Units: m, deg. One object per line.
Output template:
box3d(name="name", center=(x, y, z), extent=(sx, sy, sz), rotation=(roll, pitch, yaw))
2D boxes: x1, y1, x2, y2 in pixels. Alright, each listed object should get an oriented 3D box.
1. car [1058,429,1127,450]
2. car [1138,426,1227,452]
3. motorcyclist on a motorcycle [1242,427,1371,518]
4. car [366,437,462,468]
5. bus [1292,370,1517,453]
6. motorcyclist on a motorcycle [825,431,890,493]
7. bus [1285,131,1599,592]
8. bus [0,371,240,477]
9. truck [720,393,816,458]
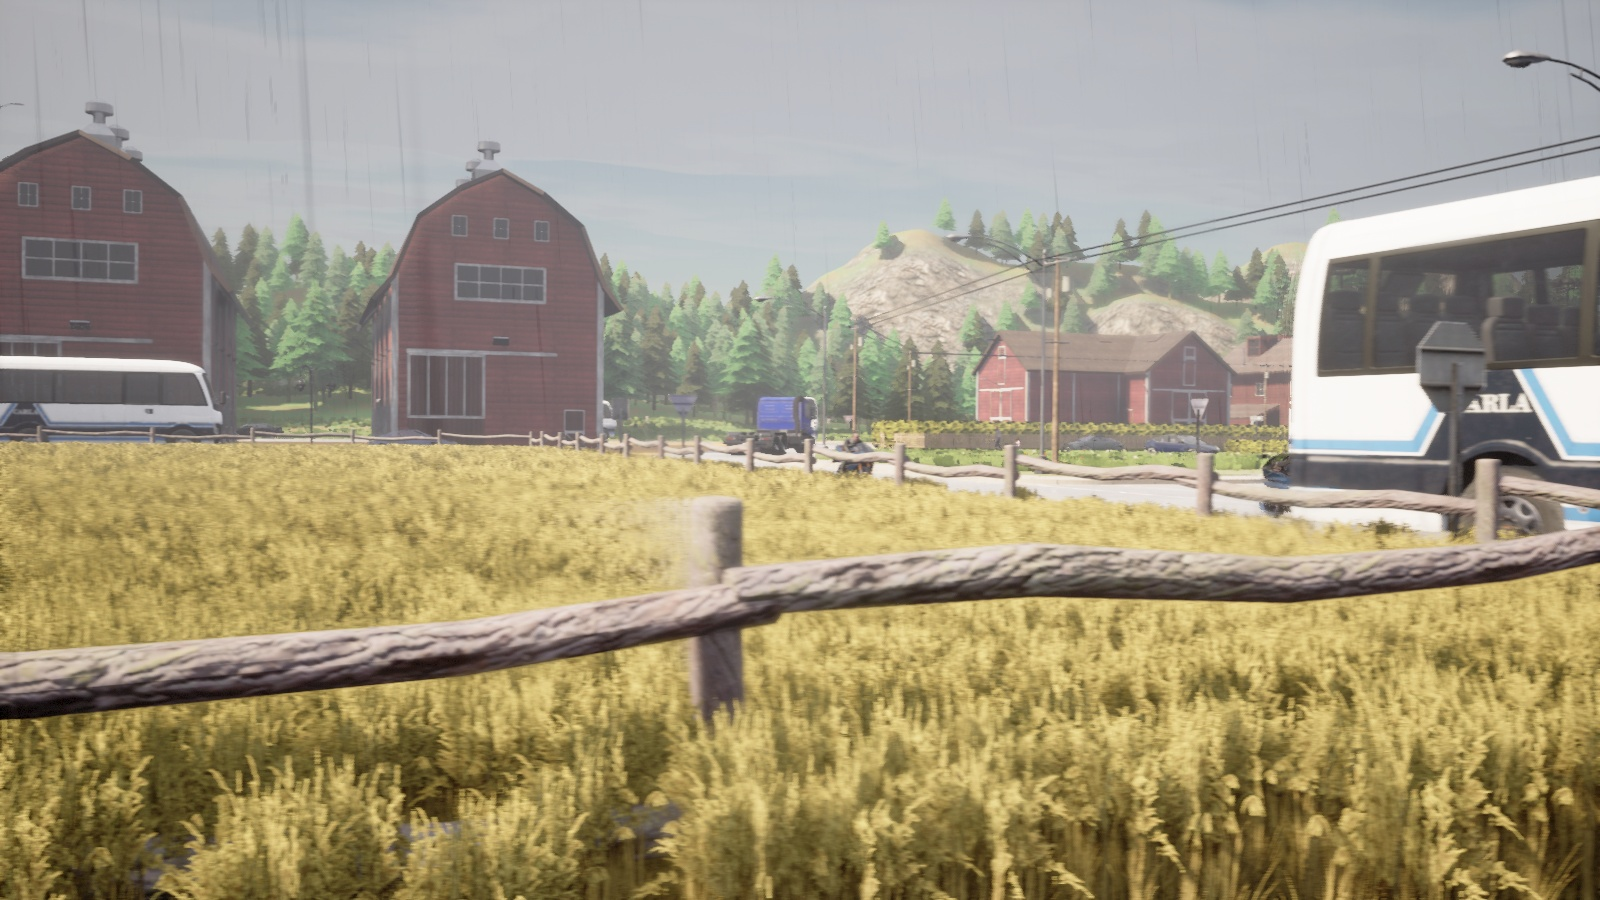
box3d(name="car", center=(19.876, -0.741, 85.334), extent=(4.181, 1.385, 1.994), rotation=(-1, 1, -21))
box3d(name="car", center=(22.428, -0.646, 73.799), extent=(2.163, 1.488, 4.792), rotation=(-1, 1, -31))
box3d(name="motorcyclist on a motorcycle", center=(9.002, 0.371, 22.420), extent=(0.866, 1.530, 2.191), rotation=(-1, 1, -21))
box3d(name="car", center=(-18.043, 0.102, 58.734), extent=(4.181, 1.385, 1.994), rotation=(-1, 1, -18))
box3d(name="bus", center=(32.584, -2.040, 68.172), extent=(10.273, 4.253, 3.944), rotation=(-1, 1, 7))
box3d(name="motorcyclist on a motorcycle", center=(1.453, 0.291, 32.351), extent=(0.866, 1.530, 2.191), rotation=(-1, 1, -21))
box3d(name="bus", center=(9.808, -0.866, 11.148), extent=(3.944, 4.253, 10.273), rotation=(-2, 2, -25))
box3d(name="bus", center=(-29.672, -1.133, 53.787), extent=(10.273, 4.253, 3.944), rotation=(-1, 1, -23))
box3d(name="truck", center=(-1.698, -1.397, 72.054), extent=(2.891, 3.462, 7.936), rotation=(-1, 1, 19))
